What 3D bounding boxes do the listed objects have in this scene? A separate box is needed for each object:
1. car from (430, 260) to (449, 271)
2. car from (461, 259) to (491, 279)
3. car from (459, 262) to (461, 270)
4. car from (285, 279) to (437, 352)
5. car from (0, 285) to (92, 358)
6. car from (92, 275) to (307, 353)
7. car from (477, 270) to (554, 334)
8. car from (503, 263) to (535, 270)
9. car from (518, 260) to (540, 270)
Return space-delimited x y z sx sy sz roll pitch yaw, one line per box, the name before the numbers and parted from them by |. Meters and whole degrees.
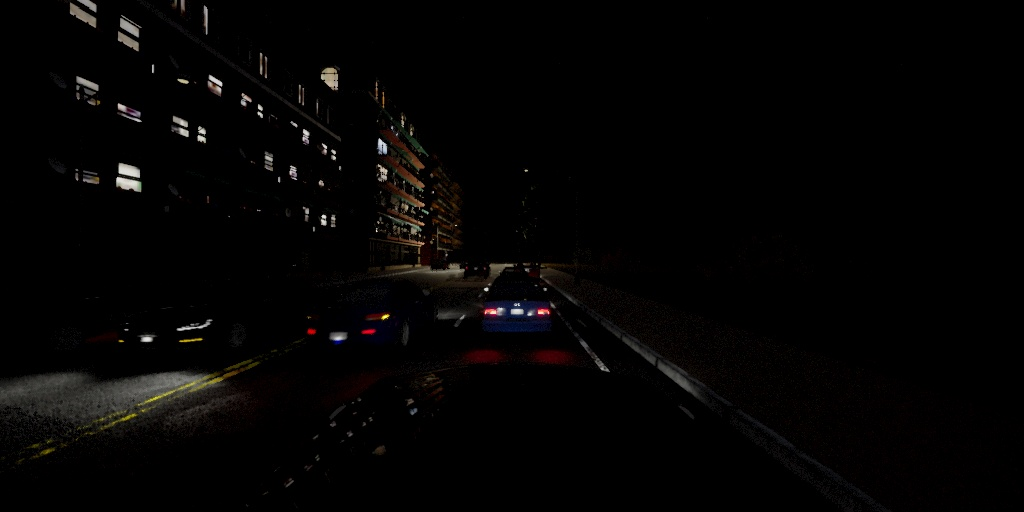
car | -9.786 1.230 48.777 1.882 1.535 5.008 0 0 0
car | -3.110 1.104 32.967 2.097 1.767 4.553 0 0 0
car | -6.530 1.278 51.997 1.812 1.442 4.674 0 0 0
car | -3.143 1.277 8.804 1.812 1.442 4.674 0 0 0
car | -9.845 1.228 5.740 1.882 1.535 5.008 0 0 0
car | -6.593 1.256 8.903 1.837 1.490 4.892 0 0 0
car | 0.112 1.299 10.570 2.033 1.411 5.357 0 0 0
car | 0.118 1.317 20.904 1.994 1.385 4.181 0 0 1
car | 1.173 1.104 29.839 2.097 1.767 4.553 0 0 0
